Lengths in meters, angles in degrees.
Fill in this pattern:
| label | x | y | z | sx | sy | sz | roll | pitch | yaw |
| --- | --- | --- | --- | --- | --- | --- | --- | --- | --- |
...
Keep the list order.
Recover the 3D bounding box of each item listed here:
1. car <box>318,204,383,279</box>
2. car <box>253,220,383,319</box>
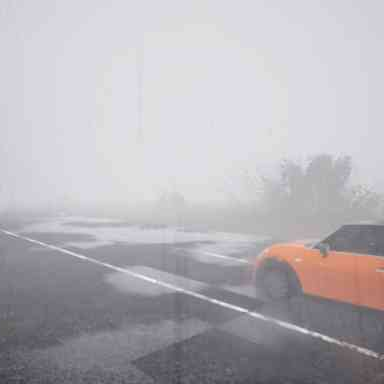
| label | x | y | z | sx | sy | sz | roll | pitch | yaw |
| --- | --- | --- | --- | --- | --- | --- | --- | --- | --- |
| car | 5.959 | 1.299 | 8.665 | 2.097 | 1.767 | 4.553 | 0 | 0 | -43 |
| car | 3.376 | 1.315 | 6.300 | 2.097 | 1.767 | 4.553 | 0 | 0 | -43 |
